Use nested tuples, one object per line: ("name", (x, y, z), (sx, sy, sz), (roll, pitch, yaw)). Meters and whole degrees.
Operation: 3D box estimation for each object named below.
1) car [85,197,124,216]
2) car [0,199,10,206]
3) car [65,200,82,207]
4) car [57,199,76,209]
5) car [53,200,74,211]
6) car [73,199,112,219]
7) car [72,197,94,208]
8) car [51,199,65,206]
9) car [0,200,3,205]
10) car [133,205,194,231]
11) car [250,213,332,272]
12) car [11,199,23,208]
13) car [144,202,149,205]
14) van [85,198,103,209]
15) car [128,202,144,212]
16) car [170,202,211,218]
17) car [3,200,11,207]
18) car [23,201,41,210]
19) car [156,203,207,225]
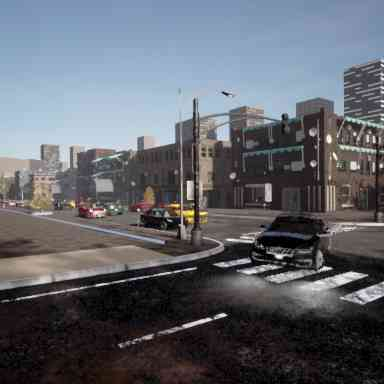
("car", (-9.797, 1.635, 37.862), (2.150, 2.045, 5.566), (-1, -1, -38))
("car", (-46.745, 2.597, 82.891), (1.887, 1.381, 4.507), (-1, 0, -37))
("car", (-23.450, 2.228, 65.763), (1.887, 1.381, 4.507), (-1, 0, -37))
("car", (-22.971, 2.142, 60.816), (1.882, 1.535, 5.008), (-1, 0, -37))
("car", (-19.917, 2.164, 51.562), (1.994, 1.385, 4.181), (-1, 0, -37))
("car", (-10.254, 1.847, 34.154), (1.967, 1.590, 4.097), (-2, 0, -37))
("car", (-20.138, 1.940, 61.331), (2.192, 1.841, 5.009), (-1, 0, -37))
("car", (-30.085, 2.364, 74.625), (1.947, 1.339, 4.313), (-1, 0, -37))
("car", (-43.428, 2.547, 78.461), (2.008, 1.369, 4.403), (-1, 0, -37))
("car", (-2.031, 1.815, 22.974), (1.947, 1.339, 4.313), (-2, 0, -37))
("car", (3.522, 1.505, 11.138), (1.837, 1.490, 4.892), (3, 1, 28))
("car", (-33.475, 2.376, 65.170), (2.008, 1.369, 4.403), (-1, 0, -37))
("car", (-3.544, 1.904, 39.179), (1.802, 1.307, 4.206), (-2, 0, -37))
("van", (-16.820, 1.907, 56.901), (1.690, 1.788, 3.998), (-1, 0, -37))
("car", (-6.860, 1.966, 43.609), (1.802, 1.307, 4.206), (-2, 0, -37))
("car", (-0.227, 1.810, 34.748), (2.008, 1.369, 4.403), (-2, 0, -37))
("car", (-40.112, 2.380, 74.030), (1.967, 1.590, 4.097), (-1, 0, -37))
("car", (-26.738, 2.233, 56.172), (1.752, 1.417, 4.829), (-1, 0, -37))
("car", (-0.852, 1.718, 25.941), (1.882, 1.535, 5.008), (-1, 0, -37))
